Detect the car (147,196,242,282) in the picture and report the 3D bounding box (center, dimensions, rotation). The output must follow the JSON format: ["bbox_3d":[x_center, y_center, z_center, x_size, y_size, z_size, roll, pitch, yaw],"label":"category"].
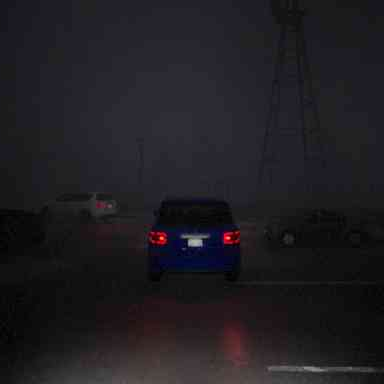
[{"bbox_3d":[0.017,1.109,9.555,2.150,2.045,5.566,0,1,-1],"label":"car"}]

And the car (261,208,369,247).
[{"bbox_3d":[4.826,1.364,13.374,3.905,1.438,1.784,0,1,0],"label":"car"}]

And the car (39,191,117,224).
[{"bbox_3d":[-7.729,0.959,22.567,5.566,2.045,2.150,0,1,24],"label":"car"}]
